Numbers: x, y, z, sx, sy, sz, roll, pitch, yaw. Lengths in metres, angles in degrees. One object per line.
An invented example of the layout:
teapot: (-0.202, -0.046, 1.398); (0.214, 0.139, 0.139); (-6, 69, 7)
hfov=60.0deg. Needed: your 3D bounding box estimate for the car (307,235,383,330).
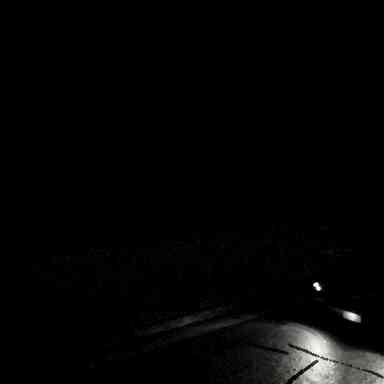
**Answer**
car: (4.643, 1.545, 6.715); (5.357, 1.411, 2.033); (0, 0, -36)
